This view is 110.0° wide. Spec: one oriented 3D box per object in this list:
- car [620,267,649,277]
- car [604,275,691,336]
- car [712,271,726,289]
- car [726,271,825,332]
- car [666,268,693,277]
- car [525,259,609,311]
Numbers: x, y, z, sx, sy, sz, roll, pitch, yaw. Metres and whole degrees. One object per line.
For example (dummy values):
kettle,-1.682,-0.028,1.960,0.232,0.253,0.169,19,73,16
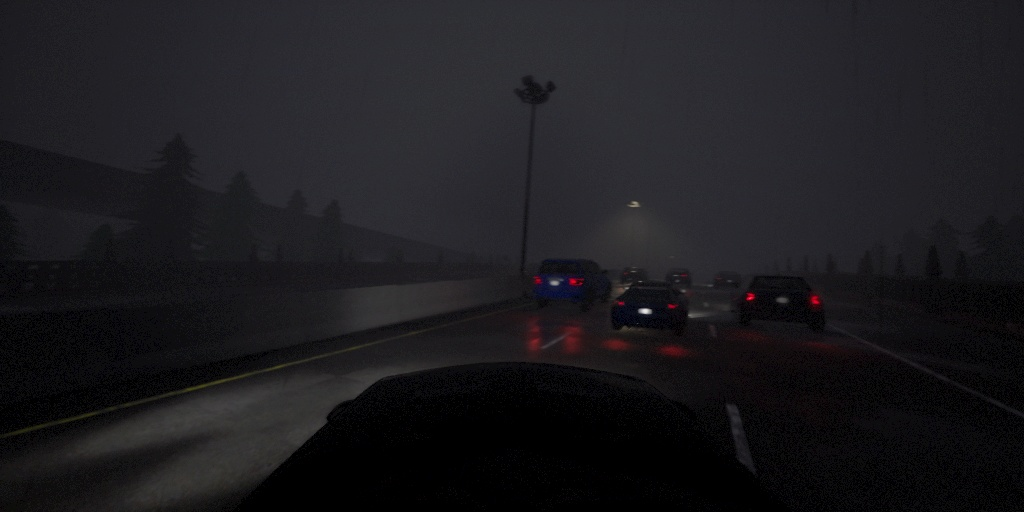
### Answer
car,10.744,1.711,31.392,2.128,1.511,4.902,1,-1,27
car,4.486,1.486,11.417,1.994,1.385,4.181,1,-1,27
car,17.155,1.881,28.557,1.994,1.385,4.181,1,-1,27
car,8.985,1.369,12.531,2.097,1.767,4.553,1,-1,27
car,13.857,1.757,29.791,2.128,1.511,4.902,1,-1,27
car,2.821,1.151,15.848,2.150,2.045,5.566,1,-1,27
